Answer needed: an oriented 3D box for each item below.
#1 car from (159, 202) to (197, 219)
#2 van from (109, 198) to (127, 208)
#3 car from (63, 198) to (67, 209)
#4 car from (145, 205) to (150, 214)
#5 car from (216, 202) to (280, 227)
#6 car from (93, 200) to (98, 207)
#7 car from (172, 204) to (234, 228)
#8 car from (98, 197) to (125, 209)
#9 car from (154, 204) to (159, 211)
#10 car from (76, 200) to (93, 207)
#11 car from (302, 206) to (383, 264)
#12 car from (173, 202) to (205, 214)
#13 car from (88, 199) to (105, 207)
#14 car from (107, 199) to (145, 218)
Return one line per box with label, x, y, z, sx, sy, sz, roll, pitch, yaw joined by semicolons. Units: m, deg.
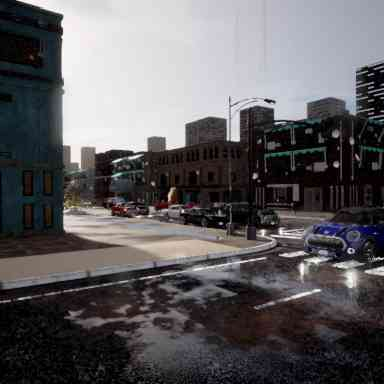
car;-0.906;1.898;31.549;1.895;1.301;4.718;-1;0;-35
van;-13.195;1.907;58.861;1.690;1.788;3.998;-1;0;-35
car;-23.129;2.233;58.388;1.752;1.417;4.829;-1;0;-35
car;-6.814;1.918;39.890;1.837;1.490;4.892;-1;0;-35
car;4.189;1.547;24.246;2.097;1.767;4.553;-1;0;-34
car;-16.398;1.940;63.376;2.192;1.841;5.009;-1;0;-35
car;0.713;1.814;24.563;1.947;1.339;4.313;-1;0;-35
car;-12.935;2.038;54.039;2.128;1.511;4.902;-1;0;-35
car;-3.583;1.966;45.316;1.802;1.307;4.206;-2;0;-35
car;-21.604;2.307;66.261;1.895;1.301;4.718;-1;0;-35
car;6.034;1.351;11.959;4.553;1.767;2.097;0;0;-35
car;-0.381;1.903;40.802;1.802;1.307;4.206;-2;0;-35
car;-19.594;2.228;67.891;1.887;1.381;4.507;-1;0;-35
car;-7.219;1.846;35.952;1.967;1.590;4.097;-1;0;-35
